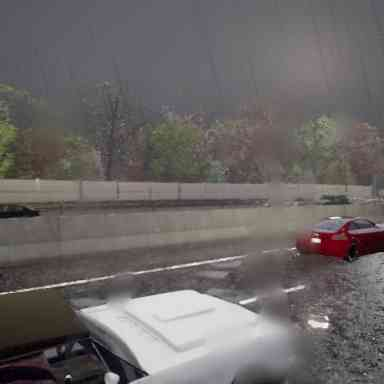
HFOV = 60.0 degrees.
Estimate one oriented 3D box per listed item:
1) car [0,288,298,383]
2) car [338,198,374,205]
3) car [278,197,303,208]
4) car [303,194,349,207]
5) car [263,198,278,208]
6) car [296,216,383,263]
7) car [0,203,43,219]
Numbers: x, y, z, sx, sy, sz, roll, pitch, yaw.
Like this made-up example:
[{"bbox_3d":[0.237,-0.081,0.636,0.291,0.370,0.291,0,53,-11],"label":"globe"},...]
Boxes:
[{"bbox_3d":[-1.237,1.601,2.865,4.718,1.301,1.895,0,0,-35],"label":"car"},{"bbox_3d":[17.039,1.589,33.337,4.181,1.385,1.994,0,0,-35],"label":"car"},{"bbox_3d":[12.715,1.377,38.851,4.553,1.767,2.097,0,0,-35],"label":"car"},{"bbox_3d":[15.041,1.246,36.214,5.566,2.045,2.150,0,0,-35],"label":"car"},{"bbox_3d":[11.055,1.517,41.963,4.902,1.511,2.128,0,0,-35],"label":"car"},{"bbox_3d":[5.716,1.569,12.123,4.181,1.385,1.994,0,0,-36],"label":"car"},{"bbox_3d":[-12.215,1.479,21.075,5.008,1.535,1.882,0,0,-35],"label":"car"}]
